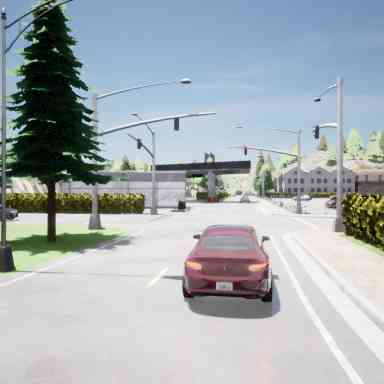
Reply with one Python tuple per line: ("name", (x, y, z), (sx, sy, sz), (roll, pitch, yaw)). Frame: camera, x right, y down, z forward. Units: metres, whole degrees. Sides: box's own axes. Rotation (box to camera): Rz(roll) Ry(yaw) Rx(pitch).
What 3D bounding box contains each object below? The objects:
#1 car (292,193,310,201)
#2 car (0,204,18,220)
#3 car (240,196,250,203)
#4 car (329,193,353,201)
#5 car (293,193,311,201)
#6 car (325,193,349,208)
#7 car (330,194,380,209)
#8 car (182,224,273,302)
("car", (24.904, 1.361, 75.861), (3.806, 1.475, 1.970), (0, 0, 9))
("car", (-16.208, 1.492, 26.272), (4.902, 1.511, 2.128), (0, 0, 9))
("car", (10.849, 1.526, 68.068), (1.812, 1.442, 4.674), (0, 0, 10))
("car", (33.283, 1.097, 74.555), (4.605, 1.855, 1.932), (0, 0, 9))
("car", (26.034, 1.077, 79.047), (3.866, 1.878, 1.905), (0, 0, 9))
("car", (19.529, 1.330, 42.028), (5.027, 1.636, 2.152), (0, 0, 9))
("car", (19.084, 1.340, 38.922), (4.514, 1.523, 2.007), (0, 0, 9))
("car", (0.940, 1.526, 8.241), (1.812, 1.442, 4.674), (0, 0, 9))
